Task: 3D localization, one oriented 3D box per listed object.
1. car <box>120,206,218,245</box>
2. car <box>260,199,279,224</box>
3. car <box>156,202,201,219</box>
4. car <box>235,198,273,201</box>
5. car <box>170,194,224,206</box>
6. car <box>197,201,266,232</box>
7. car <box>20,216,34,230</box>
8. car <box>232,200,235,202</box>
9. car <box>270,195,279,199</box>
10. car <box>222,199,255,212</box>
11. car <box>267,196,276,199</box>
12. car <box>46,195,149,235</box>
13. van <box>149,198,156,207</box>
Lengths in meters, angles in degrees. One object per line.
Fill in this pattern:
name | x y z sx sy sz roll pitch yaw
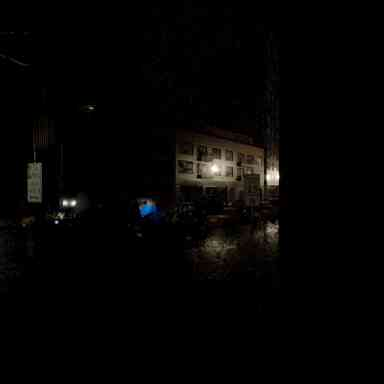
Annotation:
car | -0.899 1.556 15.565 2.008 1.369 4.403 0 0 36
car | 5.856 1.532 24.879 1.752 1.417 4.829 0 0 36
car | -1.154 1.574 29.735 1.802 1.307 4.206 0 0 36
car | 6.749 1.591 36.234 1.895 1.301 4.718 0 0 36
car | 0.682 1.218 27.885 2.150 2.045 5.566 0 0 36
car | 2.528 1.532 20.290 1.752 1.417 4.829 0 0 36
car | -7.911 1.516 20.418 1.752 1.417 4.829 0 0 36
car | 2.176 1.540 34.325 2.008 1.369 4.403 0 0 36
car | 12.162 1.290 48.092 2.192 1.841 5.009 0 0 36
car | 5.504 1.550 38.913 1.947 1.339 4.313 0 0 36
car | 8.832 1.545 43.503 1.947 1.339 4.313 0 0 36
car | -5.405 1.218 19.500 2.150 2.045 5.566 0 0 36
van | -4.482 1.333 25.145 1.690 1.788 3.998 0 0 36
